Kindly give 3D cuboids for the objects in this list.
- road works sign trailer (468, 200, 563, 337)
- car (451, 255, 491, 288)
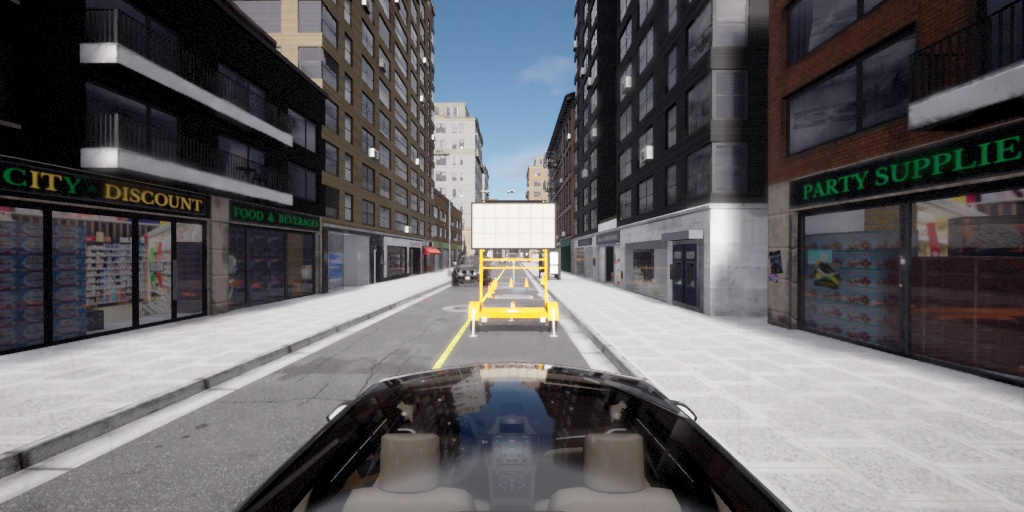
[{"bbox_3d":[0.047,0.213,10.257,2.380,3.560,2.880,0,0,0],"label":"road works sign trailer"},{"bbox_3d":[-2.634,0.964,24.209,2.150,2.045,5.566,0,0,0],"label":"car"}]
